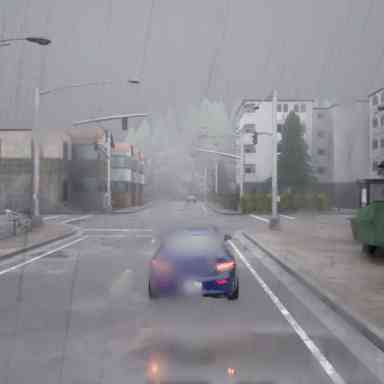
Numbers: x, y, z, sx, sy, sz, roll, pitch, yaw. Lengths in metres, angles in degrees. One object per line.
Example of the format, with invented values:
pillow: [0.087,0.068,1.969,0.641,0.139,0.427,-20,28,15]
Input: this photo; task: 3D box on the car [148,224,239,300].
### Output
car: [0.040,1.525,8.248,1.812,1.442,4.674,0,0,0]

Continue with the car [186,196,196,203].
car: [-0.141,1.522,66.890,1.812,1.442,4.674,0,0,0]
